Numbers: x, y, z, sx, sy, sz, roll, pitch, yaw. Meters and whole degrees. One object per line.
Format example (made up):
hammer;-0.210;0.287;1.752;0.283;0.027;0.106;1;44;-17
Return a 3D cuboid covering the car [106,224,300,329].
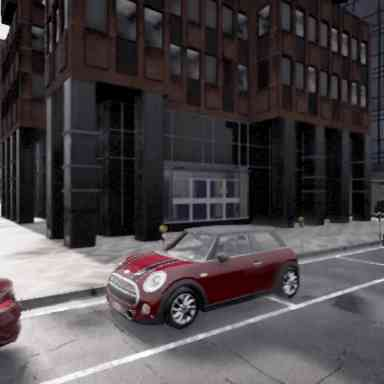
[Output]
car;0.341;1.456;6.899;4.097;1.590;1.967;0;0;-36

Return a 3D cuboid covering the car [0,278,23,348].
car;-4.215;1.576;3.639;4.206;1.307;1.802;0;0;-36
